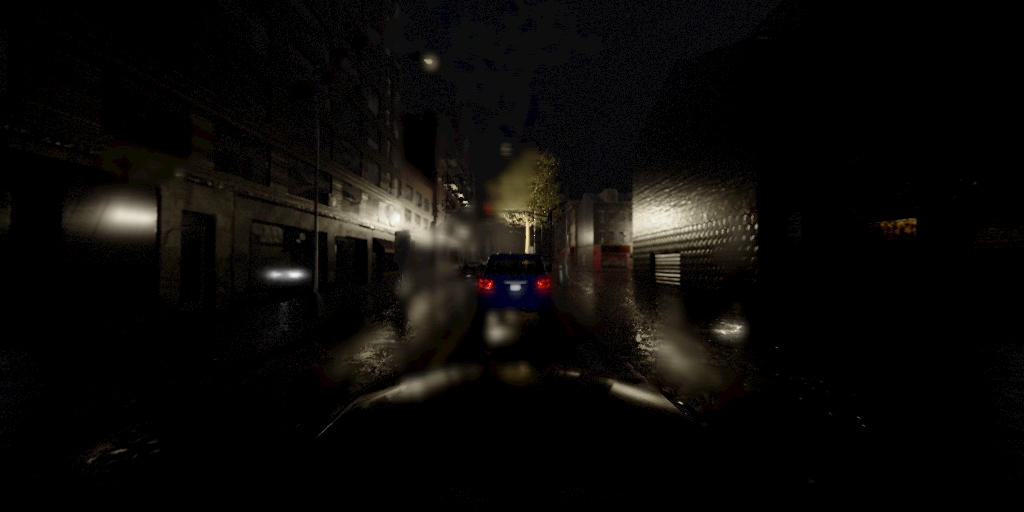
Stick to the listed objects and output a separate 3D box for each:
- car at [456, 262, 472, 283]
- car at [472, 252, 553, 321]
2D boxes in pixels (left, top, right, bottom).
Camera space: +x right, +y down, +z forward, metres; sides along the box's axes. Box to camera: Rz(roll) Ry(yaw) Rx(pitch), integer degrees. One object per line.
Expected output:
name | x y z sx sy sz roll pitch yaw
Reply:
car | -2.739 1.127 25.342 1.994 1.385 4.181 0 0 0
car | 0.102 0.894 12.192 2.150 2.045 5.566 0 1 0
